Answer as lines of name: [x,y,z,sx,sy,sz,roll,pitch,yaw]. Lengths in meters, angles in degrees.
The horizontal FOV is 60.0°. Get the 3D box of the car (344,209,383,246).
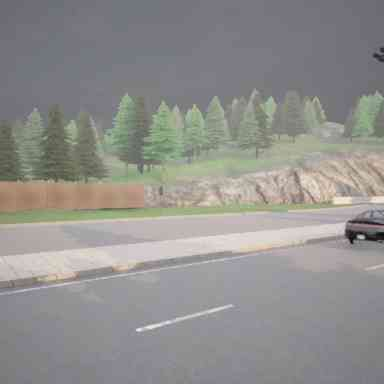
car: [8.380,1.491,14.019,4.902,1.511,2.128,0,0,-36]
